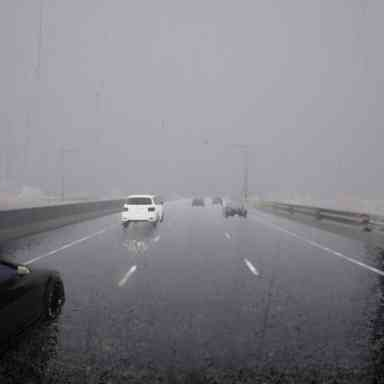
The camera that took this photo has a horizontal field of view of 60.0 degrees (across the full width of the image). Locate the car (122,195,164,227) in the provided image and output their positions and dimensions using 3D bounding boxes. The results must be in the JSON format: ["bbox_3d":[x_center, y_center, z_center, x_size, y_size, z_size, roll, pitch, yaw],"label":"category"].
[{"bbox_3d":[-3.237,1.225,22.781,2.150,2.045,5.566,0,0,1],"label":"car"}]

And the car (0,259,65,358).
[{"bbox_3d":[-3.384,1.564,4.599,1.994,1.385,4.181,0,0,0],"label":"car"}]

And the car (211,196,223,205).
[{"bbox_3d":[4.607,1.631,61.035,2.033,1.649,4.856,0,-2,2],"label":"car"}]

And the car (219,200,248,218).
[{"bbox_3d":[3.773,1.679,29.999,1.895,1.301,4.718,0,0,1],"label":"car"}]

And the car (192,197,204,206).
[{"bbox_3d":[1.018,1.645,55.389,1.994,1.385,4.181,0,0,2],"label":"car"}]

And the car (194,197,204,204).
[{"bbox_3d":[1.450,1.678,70.083,1.994,1.385,4.181,0,0,2],"label":"car"}]
